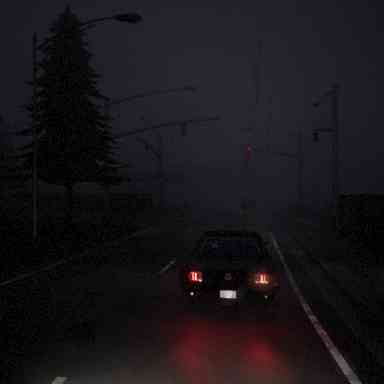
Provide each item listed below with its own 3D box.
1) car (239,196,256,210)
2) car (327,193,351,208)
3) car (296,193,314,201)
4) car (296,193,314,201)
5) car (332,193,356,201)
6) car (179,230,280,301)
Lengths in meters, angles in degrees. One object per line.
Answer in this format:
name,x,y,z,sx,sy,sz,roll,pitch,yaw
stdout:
car,7.181,1.352,43.278,2.097,1.767,4.553,0,0,10
car,20.193,1.331,43.072,5.027,1.636,2.152,0,0,10
car,26.063,1.361,76.823,3.806,1.475,1.970,0,0,10
car,27.239,1.077,79.992,3.866,1.878,1.905,0,0,10
car,34.421,1.097,75.395,4.605,1.855,1.932,0,0,10
car,0.980,1.601,8.337,1.895,1.301,4.718,0,0,8
